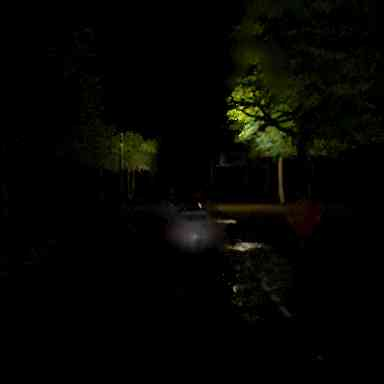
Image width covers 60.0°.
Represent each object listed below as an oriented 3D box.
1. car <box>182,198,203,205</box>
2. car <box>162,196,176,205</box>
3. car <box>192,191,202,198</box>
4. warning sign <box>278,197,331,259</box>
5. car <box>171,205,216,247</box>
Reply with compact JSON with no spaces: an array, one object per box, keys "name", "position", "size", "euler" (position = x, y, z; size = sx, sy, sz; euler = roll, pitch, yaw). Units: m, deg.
[{"name":"car","position":[0.077,1.481,29.653],"size":[1.994,1.385,4.181],"euler":[0,0,0]},{"name":"car","position":[-3.567,1.295,52.547],"size":[1.895,1.301,4.718],"euler":[0,1,0]},{"name":"car","position":[1.233,0.680,80.719],"size":[2.150,2.045,5.566],"euler":[0,0,0]},{"name":"warning sign","position":[3.562,1.112,10.677],"size":[1.300,1.860,1.060],"euler":[1,1,0]},{"name":"car","position":[0.079,1.512,14.945],"size":[1.812,1.442,4.674],"euler":[0,0,0]}]
